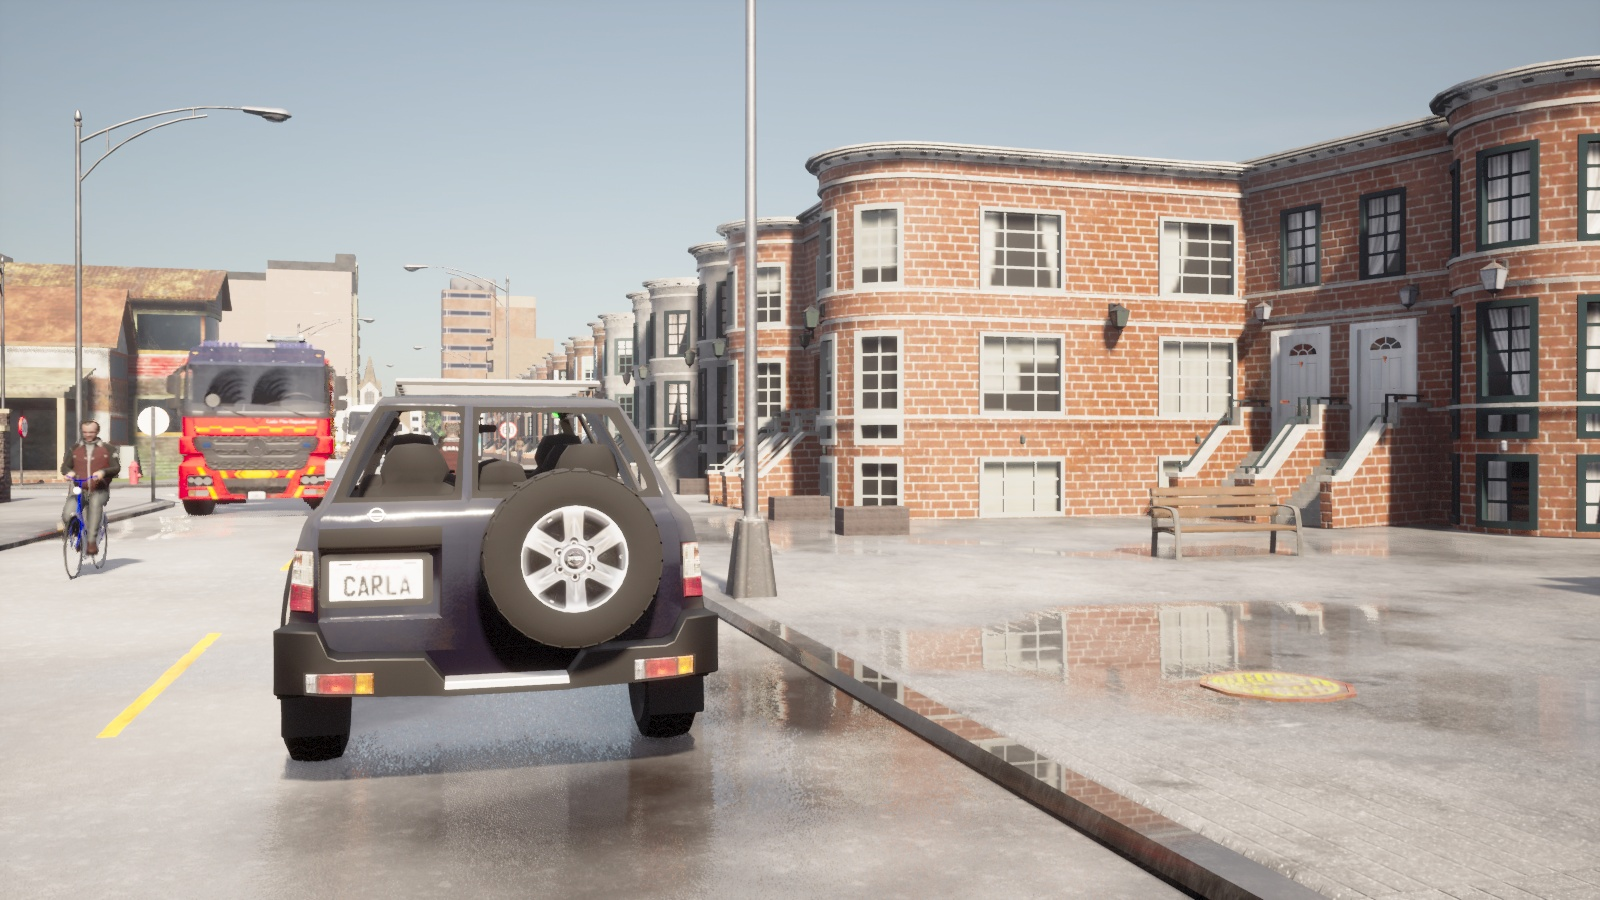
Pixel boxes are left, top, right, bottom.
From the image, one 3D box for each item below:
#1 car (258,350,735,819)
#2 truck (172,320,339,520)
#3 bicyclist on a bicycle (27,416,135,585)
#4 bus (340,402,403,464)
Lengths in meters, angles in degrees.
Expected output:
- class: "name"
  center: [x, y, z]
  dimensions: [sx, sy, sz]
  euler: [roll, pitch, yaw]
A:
- class: "car"
  center: [-1.875, 0.518, 7.440]
  dimensions: [1.932, 1.855, 4.605]
  euler: [0, 0, -17]
- class: "truck"
  center: [-12.049, -0.592, 28.463]
  dimensions: [2.891, 3.827, 8.468]
  euler: [0, 0, -20]
- class: "bicyclist on a bicycle"
  center: [-8.077, 0.527, 14.176]
  dimensions: [0.659, 1.776, 1.843]
  euler: [0, 0, -17]
- class: "bus"
  center: [-31.177, -1.176, 91.738]
  dimensions: [3.944, 4.253, 10.273]
  euler: [0, 0, -17]
